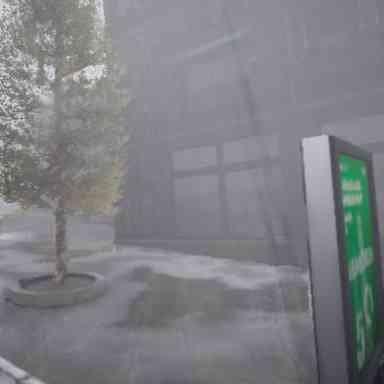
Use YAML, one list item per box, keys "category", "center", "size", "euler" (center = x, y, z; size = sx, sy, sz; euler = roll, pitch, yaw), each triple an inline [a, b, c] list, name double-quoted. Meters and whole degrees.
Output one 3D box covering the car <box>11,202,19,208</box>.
- category: "car"
  center: [-27.421, 1.889, 55.244]
  size: [2.435, 2.045, 5.566]
  euler: [-4, -1, 15]
